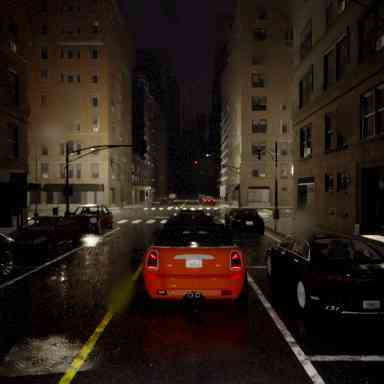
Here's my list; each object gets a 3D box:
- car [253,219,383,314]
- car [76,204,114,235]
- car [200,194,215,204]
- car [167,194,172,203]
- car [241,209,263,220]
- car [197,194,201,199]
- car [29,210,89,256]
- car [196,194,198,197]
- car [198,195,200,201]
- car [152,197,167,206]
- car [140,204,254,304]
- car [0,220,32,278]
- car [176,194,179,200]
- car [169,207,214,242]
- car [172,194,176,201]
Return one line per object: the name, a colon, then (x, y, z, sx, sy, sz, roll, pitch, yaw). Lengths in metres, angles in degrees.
car: (2.847, 1.551, 7.460, 2.008, 1.369, 4.403, 0, 0, 0)
car: (-5.692, 1.441, 18.453, 1.967, 1.590, 4.097, 0, 0, 0)
car: (2.822, 1.477, 55.553, 1.967, 1.590, 4.097, 0, 0, 0)
car: (-5.696, 1.607, 66.372, 2.008, 1.369, 4.403, 0, 0, 0)
car: (2.834, 1.567, 18.463, 1.947, 1.339, 4.313, 0, 0, 0)
car: (2.834, 1.525, 77.189, 1.967, 1.590, 4.097, 0, 0, 0)
car: (-5.685, 1.582, 12.951, 1.802, 1.307, 4.206, 0, 0, 0)
car: (2.840, 1.561, 88.007, 1.967, 1.590, 4.097, 0, 0, 0)
car: (2.829, 1.607, 66.371, 2.008, 1.369, 4.403, 0, 0, 0)
car: (-5.703, 1.618, 55.556, 1.802, 1.307, 4.206, 0, 0, 0)
car: (0.053, 1.352, 8.322, 2.097, 1.767, 4.553, 0, 0, 0)
car: (-5.678, 1.566, 7.450, 1.947, 1.339, 4.313, 0, 0, 0)
car: (-5.682, 1.458, 93.416, 2.192, 1.841, 5.009, 0, 0, 0)
car: (-0.016, 1.565, 16.975, 1.994, 1.385, 4.181, 0, 0, 0)
car: (-5.687, 1.627, 82.428, 1.752, 1.417, 4.829, 0, 0, 0)
